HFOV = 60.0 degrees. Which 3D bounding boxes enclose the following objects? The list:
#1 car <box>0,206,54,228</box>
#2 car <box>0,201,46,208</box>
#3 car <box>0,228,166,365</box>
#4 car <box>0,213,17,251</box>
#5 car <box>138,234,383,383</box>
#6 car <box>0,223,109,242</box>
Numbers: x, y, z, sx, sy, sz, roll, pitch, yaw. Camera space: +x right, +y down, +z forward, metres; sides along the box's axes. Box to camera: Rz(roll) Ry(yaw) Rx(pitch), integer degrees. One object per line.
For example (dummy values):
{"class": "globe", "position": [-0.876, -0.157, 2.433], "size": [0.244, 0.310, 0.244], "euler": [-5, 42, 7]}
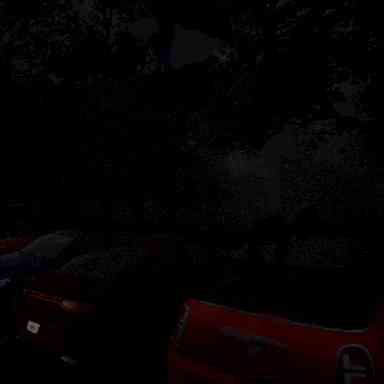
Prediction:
{"class": "car", "position": [-5.091, 1.448, 9.343], "size": [2.185, 1.767, 4.553], "euler": [-1, 0, 35]}
{"class": "car", "position": [-7.359, 1.350, 10.961], "size": [2.435, 2.045, 5.566], "euler": [-1, 0, 35]}
{"class": "car", "position": [-0.538, 1.519, 6.133], "size": [2.097, 1.535, 5.008], "euler": [-1, 0, 35]}
{"class": "car", "position": [-9.595, 1.656, 12.622], "size": [2.163, 1.488, 4.792], "euler": [-1, 0, 35]}
{"class": "car", "position": [1.713, 1.366, 4.498], "size": [2.185, 1.767, 4.553], "euler": [-1, 0, 35]}
{"class": "car", "position": [-2.802, 1.587, 7.754], "size": [2.002, 1.452, 4.674], "euler": [-1, 0, 35]}
